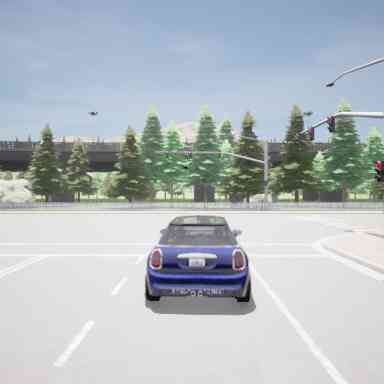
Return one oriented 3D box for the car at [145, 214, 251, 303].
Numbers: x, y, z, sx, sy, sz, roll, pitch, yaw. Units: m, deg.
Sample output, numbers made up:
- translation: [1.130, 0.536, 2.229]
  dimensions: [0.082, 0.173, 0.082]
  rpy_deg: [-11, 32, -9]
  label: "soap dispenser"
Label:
- translation: [0.205, 1.354, 8.389]
  dimensions: [2.097, 1.767, 4.553]
  rpy_deg: [0, 0, 3]
  label: "car"
